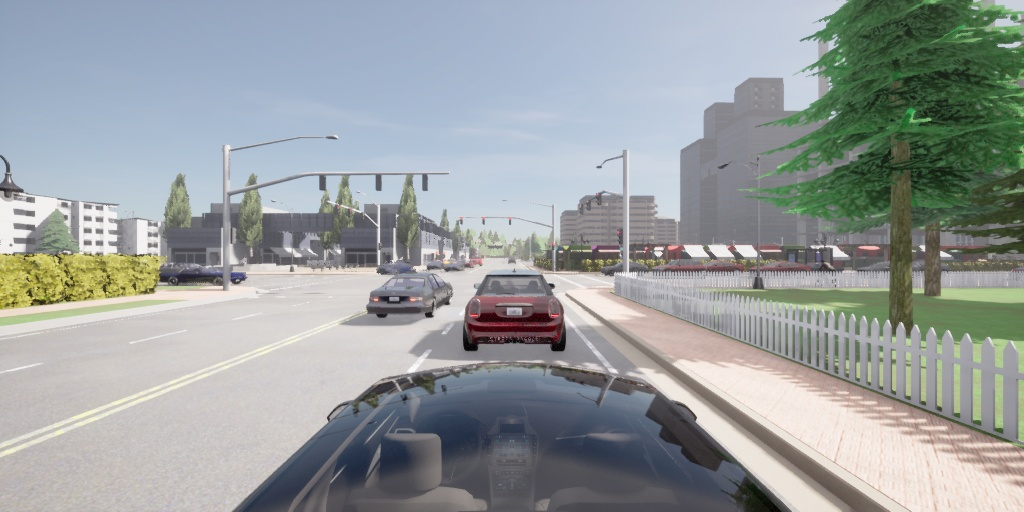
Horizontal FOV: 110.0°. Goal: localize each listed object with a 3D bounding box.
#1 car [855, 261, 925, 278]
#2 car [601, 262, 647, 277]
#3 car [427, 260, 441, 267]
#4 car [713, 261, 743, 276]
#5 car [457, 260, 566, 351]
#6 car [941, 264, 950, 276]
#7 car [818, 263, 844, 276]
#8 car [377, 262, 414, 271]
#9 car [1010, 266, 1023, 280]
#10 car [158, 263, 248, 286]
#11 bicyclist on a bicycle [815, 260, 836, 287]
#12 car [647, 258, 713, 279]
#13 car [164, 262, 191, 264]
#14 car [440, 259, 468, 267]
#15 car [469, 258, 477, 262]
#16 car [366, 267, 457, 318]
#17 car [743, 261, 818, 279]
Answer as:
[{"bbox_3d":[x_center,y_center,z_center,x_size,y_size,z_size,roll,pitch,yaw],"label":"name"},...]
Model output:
[{"bbox_3d":[34.354,1.255,32.849,4.892,1.490,1.837,0,0,-1],"label":"car"},{"bbox_3d":[11.231,1.276,35.763,4.674,1.442,1.812,0,0,-1],"label":"car"},{"bbox_3d":[-10.597,1.298,50.540,2.033,1.411,5.357,0,0,0],"label":"car"},{"bbox_3d":[20.555,1.228,36.017,5.008,1.535,1.882,0,0,-1],"label":"car"},{"bbox_3d":[0.064,1.102,9.128,2.097,1.767,4.553,0,0,0],"label":"car"},{"bbox_3d":[41.380,1.242,36.500,4.902,1.511,2.128,0,0,-1],"label":"car"},{"bbox_3d":[30.454,1.351,36.261,4.718,1.301,1.895,0,0,-1],"label":"car"},{"bbox_3d":[-12.271,1.314,38.164,1.994,1.385,4.181,0,0,26],"label":"car"},{"bbox_3d":[43.879,1.314,29.433,4.181,1.385,1.994,0,0,-3],"label":"car"},{"bbox_3d":[-20.881,1.351,24.378,4.718,1.301,1.895,0,0,-1],"label":"car"},{"bbox_3d":[18.791,1.052,21.483,0.582,1.620,1.656,0,0,-1],"label":"bicyclist on a bicycle"},{"bbox_3d":[15.079,1.102,32.376,4.553,1.767,2.097,0,0,-1],"label":"car"},{"bbox_3d":[-25.390,1.242,27.774,4.902,1.511,2.128,0,0,-2],"label":"car"},{"bbox_3d":[-7.101,1.297,44.617,2.033,1.411,5.357,0,0,0],"label":"car"},{"bbox_3d":[-7.092,1.351,56.174,1.895,1.301,4.718,0,0,0],"label":"car"},{"bbox_3d":[-3.418,1.297,12.963,2.033,1.411,5.357,0,0,0],"label":"car"},{"bbox_3d":[24.292,1.228,32.606,5.008,1.535,1.882,0,0,-1],"label":"car"}]
